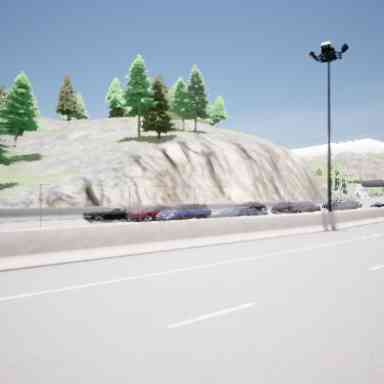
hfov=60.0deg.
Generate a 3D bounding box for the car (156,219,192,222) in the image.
[{"bbox_3d":[-0.550,1.652,25.736,4.553,1.767,2.097,0,-1,-40],"label":"car"}]

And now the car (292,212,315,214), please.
[{"bbox_3d":[13.123,1.958,38.131,4.181,1.385,1.994,1,-1,-45],"label":"car"}]

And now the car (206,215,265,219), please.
[{"bbox_3d":[3.474,1.820,24.502,5.357,1.411,2.033,0,-1,-40],"label":"car"}]

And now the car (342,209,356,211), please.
[{"bbox_3d":[17.564,1.920,37.623,2.033,1.411,5.357,-1,-1,45],"label":"car"}]
